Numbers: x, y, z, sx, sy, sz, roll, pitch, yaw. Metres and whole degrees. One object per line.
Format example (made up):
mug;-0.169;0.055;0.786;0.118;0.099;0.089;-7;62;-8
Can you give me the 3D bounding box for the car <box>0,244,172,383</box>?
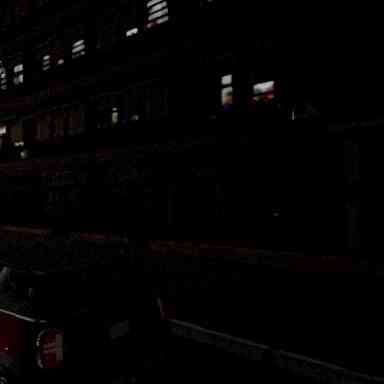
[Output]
car;-2.322;1.440;4.546;4.097;1.590;1.967;0;-1;35
